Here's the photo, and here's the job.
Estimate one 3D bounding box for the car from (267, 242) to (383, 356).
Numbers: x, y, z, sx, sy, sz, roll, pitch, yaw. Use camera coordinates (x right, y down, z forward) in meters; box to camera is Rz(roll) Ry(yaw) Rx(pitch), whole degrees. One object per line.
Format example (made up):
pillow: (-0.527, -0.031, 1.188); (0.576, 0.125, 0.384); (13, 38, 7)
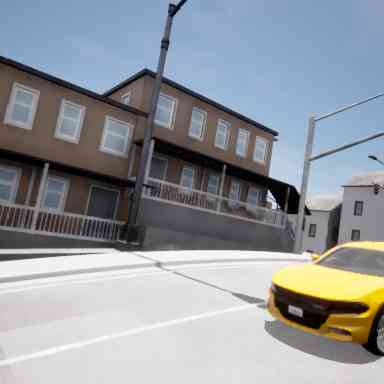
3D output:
car: (3.641, 1.747, 6.536); (5.008, 1.535, 1.882); (6, -3, -35)

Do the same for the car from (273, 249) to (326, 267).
car: (9.747, 6.040, 30.366); (1.994, 1.385, 4.181); (14, -17, -34)
